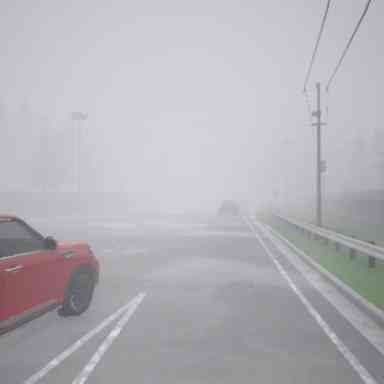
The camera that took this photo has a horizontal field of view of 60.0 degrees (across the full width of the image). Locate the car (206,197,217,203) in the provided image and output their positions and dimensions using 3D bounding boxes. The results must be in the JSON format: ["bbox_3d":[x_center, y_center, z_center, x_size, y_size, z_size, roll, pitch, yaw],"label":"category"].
[{"bbox_3d":[5.392,2.145,89.884,2.128,1.511,4.902,0,-1,13],"label":"car"}]

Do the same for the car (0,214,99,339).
[{"bbox_3d":[-3.477,1.260,4.701,2.150,2.045,5.566,0,-1,13],"label":"car"}]

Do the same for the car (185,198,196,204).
[{"bbox_3d":[-0.371,2.170,80.523,1.882,1.535,5.008,0,-1,13],"label":"car"}]

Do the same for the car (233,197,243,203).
[{"bbox_3d":[12.211,2.138,88.303,2.128,1.511,4.902,0,-1,13],"label":"car"}]

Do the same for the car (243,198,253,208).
[{"bbox_3d":[9.118,2.070,59.027,2.033,1.411,5.357,0,-1,13],"label":"car"}]

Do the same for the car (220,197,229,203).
[{"bbox_3d":[8.802,2.141,89.093,1.812,1.442,4.674,0,-1,13],"label":"car"}]

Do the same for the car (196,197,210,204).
[{"bbox_3d":[3.039,2.214,79.732,2.128,1.511,4.902,0,-1,13],"label":"car"}]

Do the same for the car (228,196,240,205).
[{"bbox_3d":[9.865,1.907,78.183,2.150,2.045,5.566,0,-1,13],"label":"car"}]

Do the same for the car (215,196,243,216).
[{"bbox_3d":[4.235,1.682,37.370,2.097,1.767,4.553,0,-1,11],"label":"car"}]

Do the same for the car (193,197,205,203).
[{"bbox_3d":[1.983,2.163,90.674,2.033,1.411,5.357,0,-1,13],"label":"car"}]

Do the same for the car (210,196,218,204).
[{"bbox_3d":[6.455,1.911,78.973,2.150,2.045,5.566,0,-1,13],"label":"car"}]

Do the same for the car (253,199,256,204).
[{"bbox_3d":[15.620,2.329,87.507,1.994,1.385,4.181,0,-1,13],"label":"car"}]
